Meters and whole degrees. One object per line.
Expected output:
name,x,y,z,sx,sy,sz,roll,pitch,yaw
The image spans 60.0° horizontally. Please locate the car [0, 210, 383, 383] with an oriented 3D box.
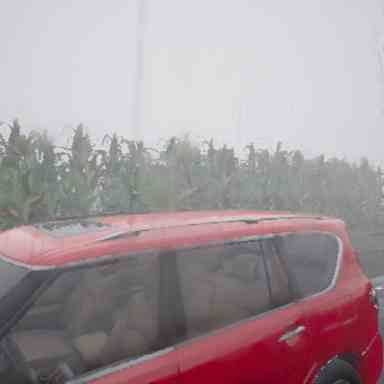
car,-0.736,1.221,2.545,5.566,2.045,2.150,0,0,-35
